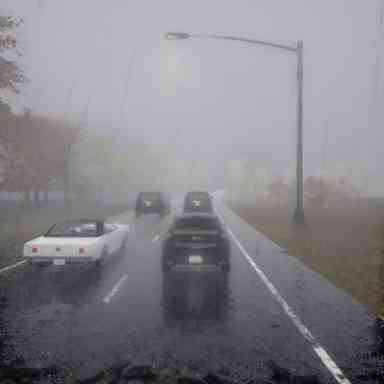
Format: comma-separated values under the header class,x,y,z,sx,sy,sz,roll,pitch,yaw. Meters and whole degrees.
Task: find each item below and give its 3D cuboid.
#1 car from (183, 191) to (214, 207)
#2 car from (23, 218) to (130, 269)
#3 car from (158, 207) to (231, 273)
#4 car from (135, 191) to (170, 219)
class,x,y,z,sx,sy,sz,roll,pitch,yaw
car,0.508,0.938,26.208,2.150,2.045,5.566,0,1,2
car,-3.342,1.483,10.725,1.895,1.301,4.718,0,1,1
car,0.148,1.387,10.327,1.837,1.490,4.892,0,-1,1
car,-2.994,0.938,26.264,2.150,2.045,5.566,0,1,2
